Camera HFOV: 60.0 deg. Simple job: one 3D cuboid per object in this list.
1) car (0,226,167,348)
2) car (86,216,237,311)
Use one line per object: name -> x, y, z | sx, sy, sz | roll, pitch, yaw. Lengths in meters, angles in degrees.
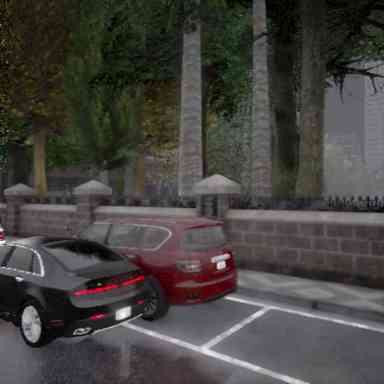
car -> -2.993, 1.637, 6.570 | 4.892, 1.490, 1.837 | -1, -1, 37
car -> -1.368, 1.476, 7.684 | 5.009, 1.841, 2.192 | -1, -1, 37
